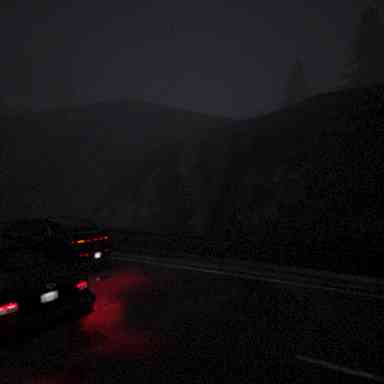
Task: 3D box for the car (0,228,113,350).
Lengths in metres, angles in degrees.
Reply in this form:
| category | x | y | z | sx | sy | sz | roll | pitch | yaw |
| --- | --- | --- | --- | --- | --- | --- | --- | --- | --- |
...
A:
| category | x | y | z | sx | sy | sz | roll | pitch | yaw |
| --- | --- | --- | --- | --- | --- | --- | --- | --- | --- |
| car | -4.167 | 1.532 | 6.016 | 5.357 | 1.411 | 2.033 | 0 | 0 | 31 |

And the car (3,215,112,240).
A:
| category | x | y | z | sx | sy | sz | roll | pitch | yaw |
| --- | --- | --- | --- | --- | --- | --- | --- | --- | --- |
| car | -4.661 | 1.473 | 10.322 | 4.892 | 1.490 | 1.837 | 0 | 0 | 31 |
